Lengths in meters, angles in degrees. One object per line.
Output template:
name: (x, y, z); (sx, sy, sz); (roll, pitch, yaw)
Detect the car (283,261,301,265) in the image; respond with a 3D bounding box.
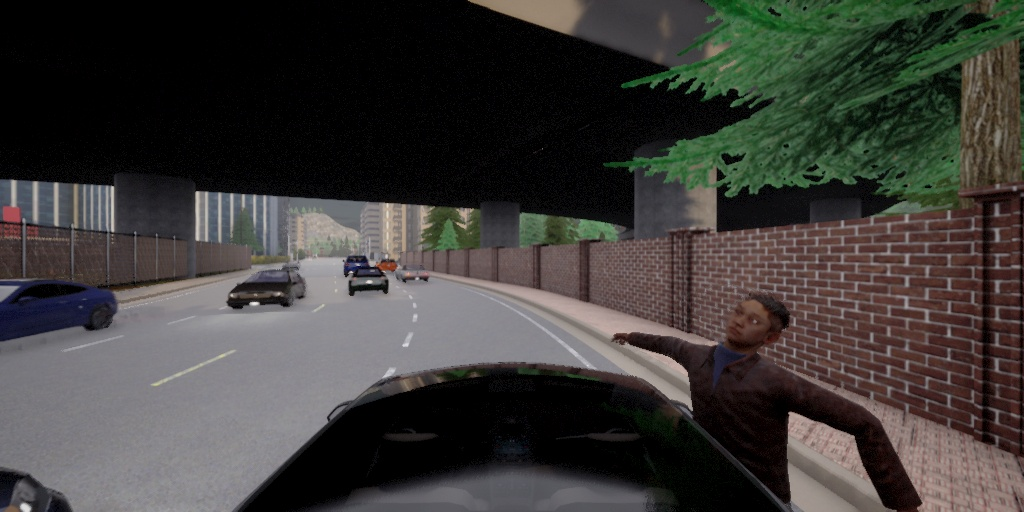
car: (-30.492, 1.332, 49.732); (1.895, 1.301, 4.718); (0, 0, -26)

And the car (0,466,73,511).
car: (-3.373, 1.316, 0.156); (1.994, 1.385, 4.181); (0, 0, 2)

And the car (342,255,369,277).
car: (-15.212, 0.947, 34.985); (2.150, 2.045, 5.566); (0, 0, -26)

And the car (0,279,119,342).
car: (-11.579, 1.275, 8.168); (1.812, 1.442, 4.674); (0, 0, -13)

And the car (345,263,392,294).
car: (-8.090, 1.299, 20.115); (1.994, 1.385, 4.181); (0, 0, -24)

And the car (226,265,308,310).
car: (-9.985, 1.289, 15.098); (2.033, 1.411, 5.357); (0, 0, -21)

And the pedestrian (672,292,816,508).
pedestrian: (1.067, 1.072, 1.632); (0.375, 1.860, 0.375); (-7, 4, 10)

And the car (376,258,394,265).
car: (-14.576, 1.071, 41.512); (2.097, 1.767, 4.553); (0, 0, -26)

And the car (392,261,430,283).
car: (-7.869, 1.329, 28.019); (1.895, 1.301, 4.718); (0, 0, -26)
